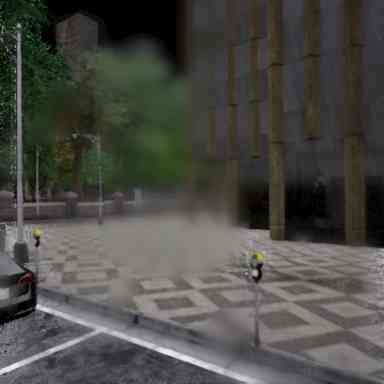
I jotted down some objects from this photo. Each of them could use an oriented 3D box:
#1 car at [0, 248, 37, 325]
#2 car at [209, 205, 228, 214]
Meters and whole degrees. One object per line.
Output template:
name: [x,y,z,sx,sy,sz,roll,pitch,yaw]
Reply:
car: [-4.652,1.637,6.282,4.313,1.339,1.947,-1,0,35]
car: [4.555,2.840,54.338,1.994,1.385,4.181,-1,-2,35]
